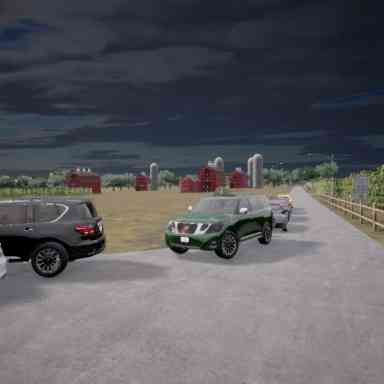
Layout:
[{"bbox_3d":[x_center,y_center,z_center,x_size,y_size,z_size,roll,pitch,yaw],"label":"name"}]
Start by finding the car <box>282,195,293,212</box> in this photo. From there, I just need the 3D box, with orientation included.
[{"bbox_3d":[6.298,1.225,24.700,1.882,1.535,5.008,0,0,18],"label":"car"}]

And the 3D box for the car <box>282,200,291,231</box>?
[{"bbox_3d":[4.440,1.372,18.969,1.994,1.385,4.181,0,0,17],"label":"car"}]

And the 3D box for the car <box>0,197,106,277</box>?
[{"bbox_3d":[-5.351,1.223,9.582,5.566,2.045,2.150,-1,1,-4],"label":"car"}]

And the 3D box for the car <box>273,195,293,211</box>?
[{"bbox_3d":[10.049,1.095,36.444,1.882,1.535,5.008,0,1,18],"label":"car"}]

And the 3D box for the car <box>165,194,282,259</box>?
[{"bbox_3d":[1.316,1.103,12.648,2.150,2.045,5.566,0,0,34],"label":"car"}]

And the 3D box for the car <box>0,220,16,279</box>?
[{"bbox_3d":[-6.393,1.614,6.711,4.674,1.442,1.812,-2,2,-35],"label":"car"}]
